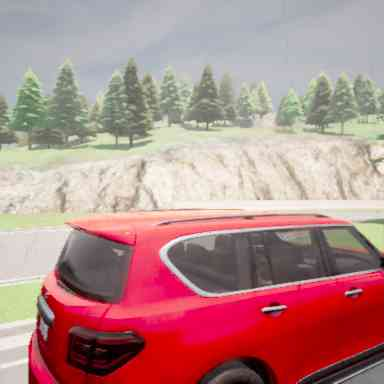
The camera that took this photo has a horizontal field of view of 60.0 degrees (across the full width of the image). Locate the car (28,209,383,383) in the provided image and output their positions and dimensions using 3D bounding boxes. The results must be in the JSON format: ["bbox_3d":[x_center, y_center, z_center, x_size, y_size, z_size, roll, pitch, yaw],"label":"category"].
[{"bbox_3d":[1.010,1.243,4.247,5.566,2.045,2.150,0,0,-33],"label":"car"}]
